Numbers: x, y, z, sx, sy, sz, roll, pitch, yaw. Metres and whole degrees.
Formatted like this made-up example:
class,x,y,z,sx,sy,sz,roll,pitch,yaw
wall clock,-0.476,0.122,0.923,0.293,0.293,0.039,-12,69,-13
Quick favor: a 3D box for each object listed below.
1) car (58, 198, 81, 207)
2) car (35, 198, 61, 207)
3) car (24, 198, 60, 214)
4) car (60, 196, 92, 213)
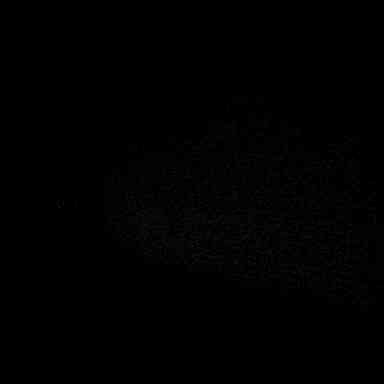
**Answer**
class,x,y,z,sx,sy,sz,roll,pitch,yaw
car,-22.319,1.894,60.809,1.994,1.385,4.181,0,0,12
car,-25.988,1.814,60.264,1.837,1.490,4.892,0,0,12
car,-17.672,1.673,38.944,1.882,1.535,5.008,0,0,0
car,-14.187,1.454,41.161,2.150,2.045,5.566,0,0,1
